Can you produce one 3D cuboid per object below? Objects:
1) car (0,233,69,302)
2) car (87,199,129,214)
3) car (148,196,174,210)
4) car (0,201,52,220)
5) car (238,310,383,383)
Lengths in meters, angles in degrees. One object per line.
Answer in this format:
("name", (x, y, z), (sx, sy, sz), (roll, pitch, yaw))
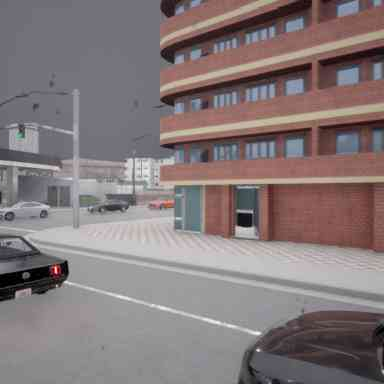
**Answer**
("car", (-4.939, 1.599, 7.503), (4.718, 1.301, 1.895), (0, 0, 36))
("car", (-8.915, 1.509, 35.602), (2.128, 1.511, 4.902), (0, 0, 35))
("car", (-3.679, 1.389, 43.190), (2.097, 1.767, 4.553), (0, 0, 35))
("car", (-14.142, 1.523, 27.958), (1.812, 1.442, 4.674), (0, 0, 34))
("car", (2.641, 1.514, 2.111), (4.892, 1.490, 1.837), (0, 0, 35))
